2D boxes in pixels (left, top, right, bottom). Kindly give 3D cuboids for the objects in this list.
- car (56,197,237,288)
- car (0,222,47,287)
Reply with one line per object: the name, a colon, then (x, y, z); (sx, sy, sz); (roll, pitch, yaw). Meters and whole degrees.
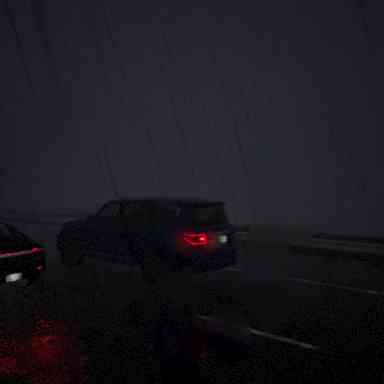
car: (-1.449, 1.159, 9.321); (5.566, 2.045, 2.150); (1, 1, 36)
car: (-5.413, 1.406, 7.851); (4.902, 1.511, 2.128); (1, 1, 36)
